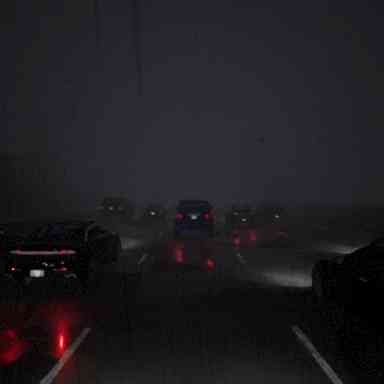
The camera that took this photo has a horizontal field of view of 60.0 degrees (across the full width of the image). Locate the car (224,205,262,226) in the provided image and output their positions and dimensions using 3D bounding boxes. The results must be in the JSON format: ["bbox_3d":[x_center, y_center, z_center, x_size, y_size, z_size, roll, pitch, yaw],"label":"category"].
[{"bbox_3d":[3.595,1.739,25.385,2.128,1.511,4.902,0,0,0],"label":"car"}]

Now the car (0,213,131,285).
[{"bbox_3d":[-3.402,1.588,9.738,2.128,1.511,4.902,0,0,0],"label":"car"}]

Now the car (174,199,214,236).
[{"bbox_3d":[0.102,1.417,19.874,2.150,2.045,5.566,0,0,0],"label":"car"}]

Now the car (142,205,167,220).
[{"bbox_3d":[-3.406,1.865,31.012,1.994,1.385,4.181,0,0,0],"label":"car"}]

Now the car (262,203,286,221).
[{"bbox_3d":[7.094,1.800,30.142,1.837,1.490,4.892,0,0,0],"label":"car"}]

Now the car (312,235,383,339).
[{"bbox_3d":[3.600,1.581,5.559,1.812,1.442,4.674,0,0,0],"label":"car"}]

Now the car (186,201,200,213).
[{"bbox_3d":[0.090,1.963,45.086,1.812,1.442,4.674,0,0,0],"label":"car"}]

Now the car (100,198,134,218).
[{"bbox_3d":[-6.906,1.524,31.047,2.150,2.045,5.566,0,0,0],"label":"car"}]
